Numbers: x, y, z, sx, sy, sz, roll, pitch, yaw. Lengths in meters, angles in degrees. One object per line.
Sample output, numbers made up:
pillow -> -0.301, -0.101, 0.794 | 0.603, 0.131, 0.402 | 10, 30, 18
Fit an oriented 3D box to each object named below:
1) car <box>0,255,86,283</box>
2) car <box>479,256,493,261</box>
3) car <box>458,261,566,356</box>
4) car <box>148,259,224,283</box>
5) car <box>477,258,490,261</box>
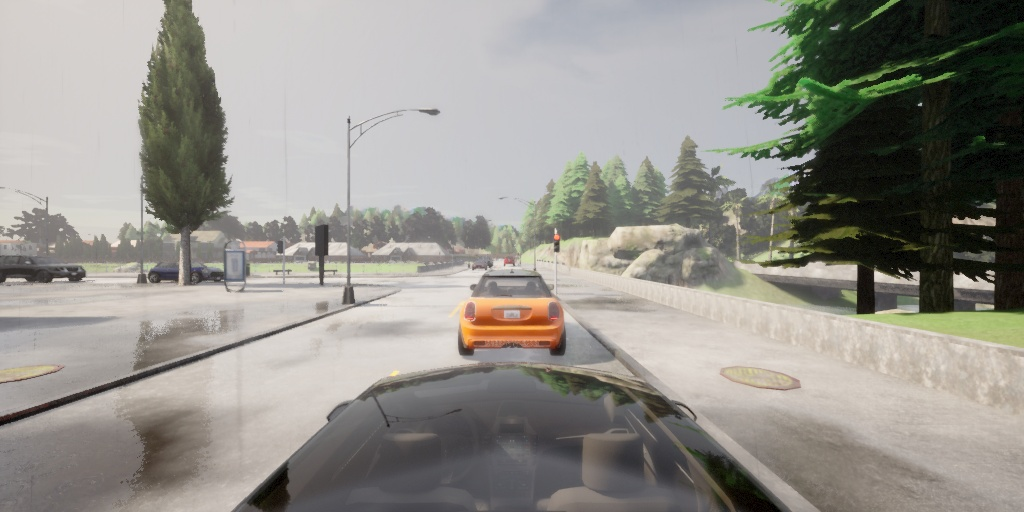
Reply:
car -> -35.606, 0.968, 26.865 | 5.566, 2.045, 2.150 | 0, 0, -1
car -> -4.622, 0.971, 60.793 | 2.150, 2.045, 5.566 | 0, 0, 0
car -> -0.003, 1.102, 8.792 | 2.097, 1.767, 4.553 | 0, 0, 0
car -> -24.336, 1.102, 26.971 | 4.553, 1.767, 2.097 | 0, 0, -1
car -> -4.549, 1.314, 51.197 | 1.994, 1.385, 4.181 | 0, 0, 0
